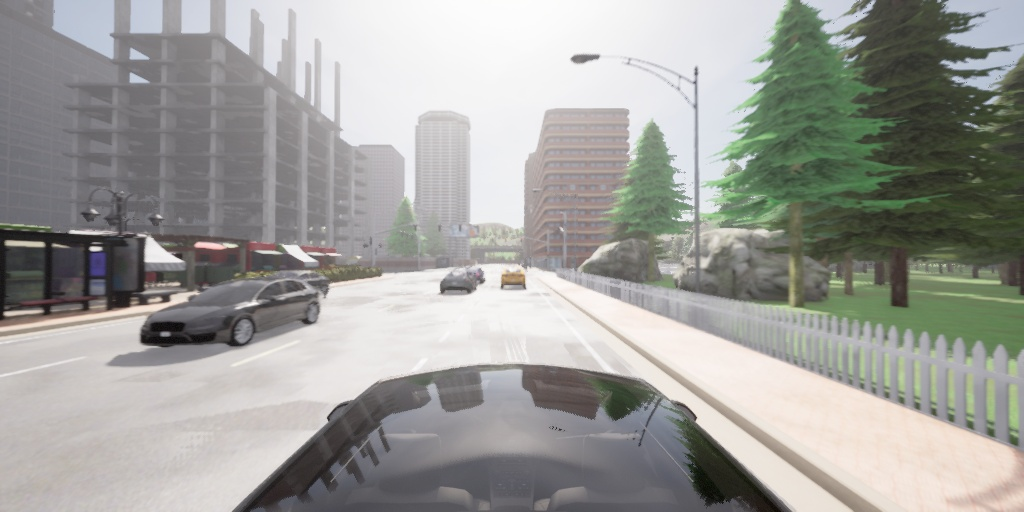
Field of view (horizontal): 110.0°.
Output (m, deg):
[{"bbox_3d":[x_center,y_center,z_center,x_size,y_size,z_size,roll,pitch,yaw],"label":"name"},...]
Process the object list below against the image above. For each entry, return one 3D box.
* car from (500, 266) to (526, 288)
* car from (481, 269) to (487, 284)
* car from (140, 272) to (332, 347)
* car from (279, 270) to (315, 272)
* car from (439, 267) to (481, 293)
[{"bbox_3d":[0.084,1.581,27.442,1.882,1.535,5.008,0,-1,0],"label":"car"},{"bbox_3d":[-3.401,1.692,32.039,1.812,1.442,4.674,0,-1,1],"label":"car"},{"bbox_3d":[-7.092,1.363,9.771,1.837,1.490,4.892,0,0,0],"label":"car"},{"bbox_3d":[-10.570,1.453,17.158,2.128,1.511,4.902,0,-1,0],"label":"car"},{"bbox_3d":[-3.405,1.611,23.339,1.994,1.385,4.181,0,-1,1],"label":"car"}]
